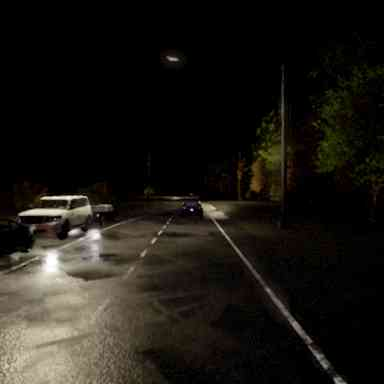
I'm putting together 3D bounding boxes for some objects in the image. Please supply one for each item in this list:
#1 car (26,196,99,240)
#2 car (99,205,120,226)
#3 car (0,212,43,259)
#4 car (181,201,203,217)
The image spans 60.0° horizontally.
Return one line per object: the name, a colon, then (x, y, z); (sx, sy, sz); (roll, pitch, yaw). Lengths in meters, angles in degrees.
car: (-6.923, 1.221, 17.367); (2.150, 2.045, 5.566); (0, 0, 1)
car: (-6.688, 1.597, 23.734); (1.895, 1.301, 4.718); (0, 0, 3)
car: (-6.955, 1.566, 10.930); (1.994, 1.385, 4.181); (0, 0, 1)
car: (-0.014, 1.553, 31.265); (1.994, 1.385, 4.181); (0, 0, 0)
